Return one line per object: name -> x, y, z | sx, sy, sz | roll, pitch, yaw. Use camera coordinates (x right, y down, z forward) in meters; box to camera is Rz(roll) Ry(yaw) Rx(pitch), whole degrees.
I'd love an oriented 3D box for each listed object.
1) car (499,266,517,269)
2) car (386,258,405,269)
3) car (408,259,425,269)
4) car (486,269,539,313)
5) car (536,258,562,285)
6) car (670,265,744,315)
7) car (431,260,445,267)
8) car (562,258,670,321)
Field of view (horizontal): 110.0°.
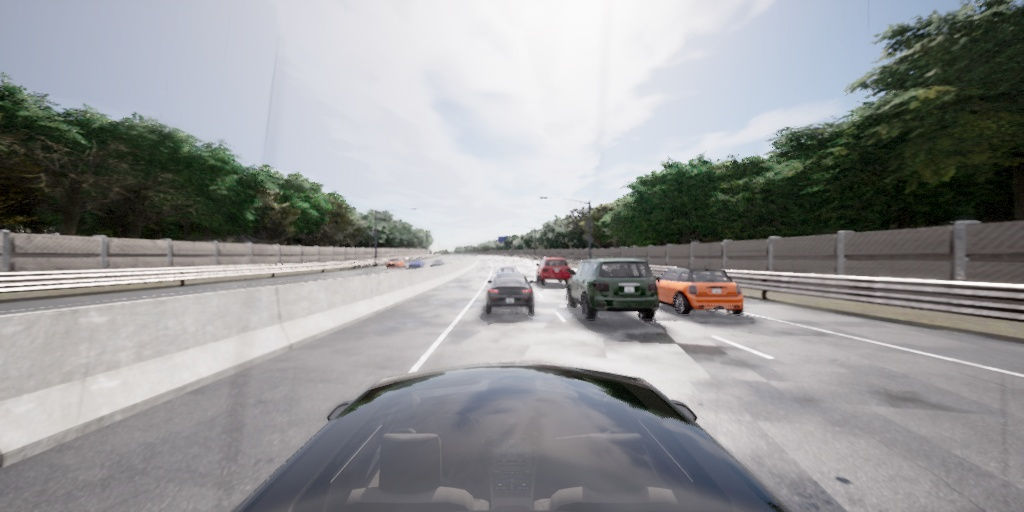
car -> -0.298, 1.488, 27.199 | 2.033, 1.411, 5.357 | 0, 0, -1
car -> -19.051, 1.159, 58.579 | 2.097, 1.767, 4.553 | 0, 1, -2
car -> -15.555, 1.288, 58.698 | 1.882, 1.535, 5.008 | 0, 1, -2
car -> -0.054, 1.406, 14.611 | 1.812, 1.442, 4.674 | 0, -1, 0
car -> 3.183, 1.166, 28.342 | 2.150, 2.045, 5.566 | 0, 0, -1
car -> 6.947, 1.229, 14.305 | 2.097, 1.767, 4.553 | 0, -1, 0
car -> -12.065, 1.338, 58.944 | 1.812, 1.442, 4.674 | 0, 1, -2
car -> 3.454, 1.093, 13.254 | 2.150, 2.045, 5.566 | 0, 0, 0
